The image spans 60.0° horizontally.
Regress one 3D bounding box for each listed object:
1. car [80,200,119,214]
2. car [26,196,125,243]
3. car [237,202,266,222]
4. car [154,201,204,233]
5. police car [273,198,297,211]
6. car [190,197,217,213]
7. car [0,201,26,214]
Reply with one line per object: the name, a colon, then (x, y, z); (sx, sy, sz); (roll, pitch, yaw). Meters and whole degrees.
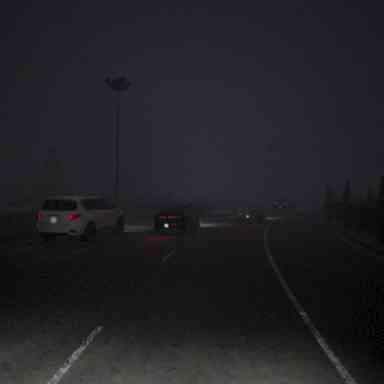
car: (-10.170, 1.578, 36.720); (1.994, 1.385, 4.181); (0, 0, 22)
car: (-5.165, 1.200, 16.211); (2.150, 2.045, 5.566); (0, 0, 10)
car: (4.686, 1.523, 25.979); (1.812, 1.442, 4.674); (0, 0, 18)
car: (-0.790, 1.491, 19.704); (1.837, 1.490, 4.892); (0, 0, 13)
police car: (11.537, 1.539, 41.127); (2.038, 1.542, 4.974); (0, 0, 29)
car: (0.715, 1.541, 35.152); (1.812, 1.442, 4.674); (0, 0, 23)
car: (-16.436, 1.512, 29.370); (1.812, 1.442, 4.674); (0, 0, 17)
